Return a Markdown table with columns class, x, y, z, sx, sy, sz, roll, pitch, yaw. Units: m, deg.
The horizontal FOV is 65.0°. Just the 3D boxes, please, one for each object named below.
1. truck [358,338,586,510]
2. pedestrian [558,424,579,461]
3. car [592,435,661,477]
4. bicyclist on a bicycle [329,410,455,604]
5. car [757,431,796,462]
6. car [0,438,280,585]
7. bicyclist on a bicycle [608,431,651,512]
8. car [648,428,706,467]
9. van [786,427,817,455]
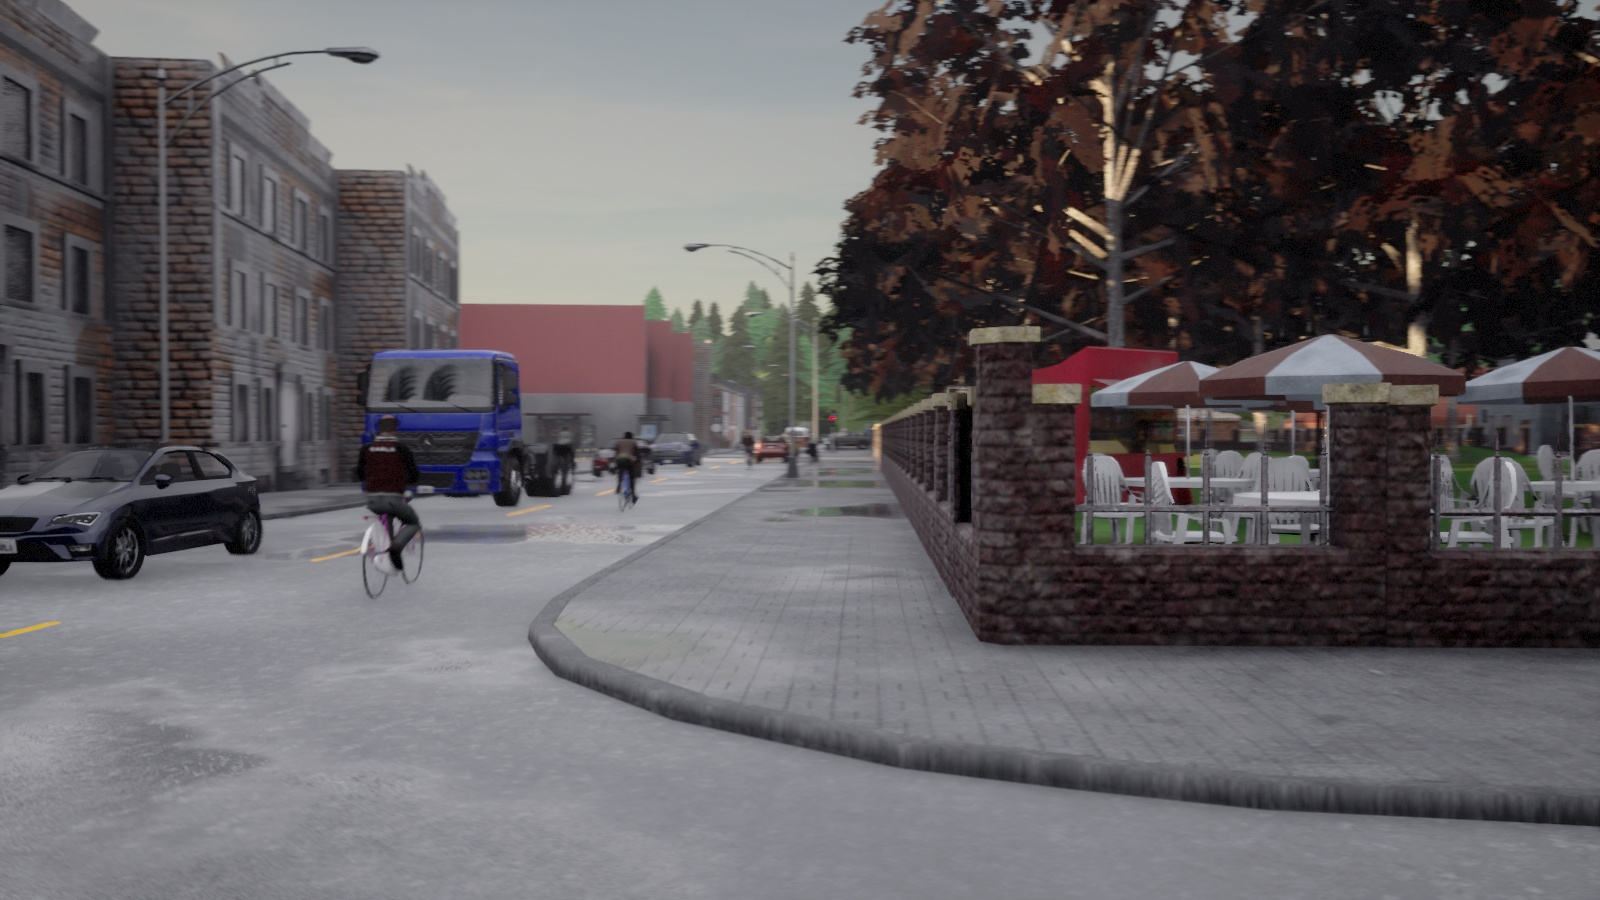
| class | x | y | z | sx | sy | sz | roll | pitch | yaw |
| --- | --- | --- | --- | --- | --- | --- | --- | --- | --- |
| truck | -7.305 | -0.581 | 29.304 | 2.891 | 3.462 | 7.936 | 0 | 1 | 3 |
| pedestrian | -11.724 | -0.367 | 63.615 | 0.874 | 1.855 | 0.900 | 0 | 1 | 1 |
| car | -6.411 | 0.186 | 46.790 | 1.816 | 1.474 | 4.193 | 0 | 1 | 3 |
| bicyclist on a bicycle | -4.011 | 0.511 | 12.487 | 0.659 | 1.776 | 1.843 | 1 | 1 | 0 |
| car | -1.272 | -0.194 | 68.495 | 1.851 | 1.617 | 3.988 | 0 | 1 | 3 |
| car | -8.049 | 0.603 | 14.929 | 1.816 | 1.474 | 4.193 | 0 | 1 | 3 |
| bicyclist on a bicycle | -3.486 | 0.420 | 25.746 | 0.582 | 1.620 | 1.656 | 0 | 0 | 3 |
| car | -5.760 | -0.133 | 59.334 | 2.097 | 1.767 | 4.553 | 0 | 1 | 3 |
| van | 0.108 | -0.713 | 94.821 | 2.069 | 2.038 | 4.480 | 0 | 1 | 3 |
